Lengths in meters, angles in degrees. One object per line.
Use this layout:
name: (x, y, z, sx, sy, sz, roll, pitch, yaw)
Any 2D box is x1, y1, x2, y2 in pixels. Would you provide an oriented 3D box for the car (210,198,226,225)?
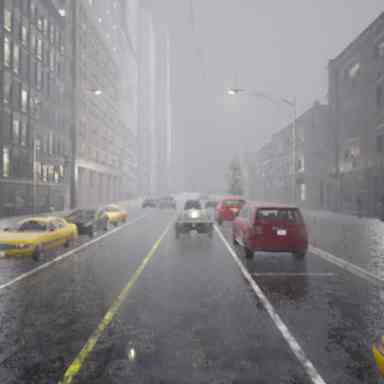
car: (2.696, 1.304, 23.508, 2.192, 1.841, 5.009, 1, 0, 0)

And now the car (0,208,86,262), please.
car: (-5.683, 1.521, 12.240, 1.752, 1.417, 4.829, 1, 0, 0)

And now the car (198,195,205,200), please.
car: (2.666, 1.450, 95.606, 1.947, 1.339, 4.313, 1, 0, 0)

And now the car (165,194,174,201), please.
car: (-5.708, 1.347, 84.507, 1.967, 1.590, 4.097, 1, 0, 0)

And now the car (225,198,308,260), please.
car: (2.700, 1.311, 12.415, 2.192, 1.841, 5.009, 1, 0, 0)

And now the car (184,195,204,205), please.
car: (0.083, 1.480, 39.248, 1.837, 1.490, 4.892, 0, 0, 0)

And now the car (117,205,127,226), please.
car: (-5.687, 1.514, 23.333, 1.752, 1.417, 4.829, 1, 0, 0)

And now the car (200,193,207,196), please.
car: (2.676, 1.232, 78.967, 2.192, 1.841, 5.009, 1, 0, 0)

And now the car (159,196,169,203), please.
car: (-5.704, 1.516, 67.869, 1.802, 1.307, 4.206, 1, 0, 0)

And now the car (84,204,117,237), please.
car: (-5.686, 1.558, 17.958, 1.947, 1.339, 4.313, 1, 0, 0)

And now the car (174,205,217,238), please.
car: (0.089, 1.593, 17.779, 1.895, 1.301, 4.718, 0, 0, 0)

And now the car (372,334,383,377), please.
car: (2.702, 1.525, 1.493, 1.752, 1.417, 4.829, 1, 0, 0)

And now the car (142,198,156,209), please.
car: (-5.696, 1.532, 45.686, 1.947, 1.339, 4.313, 1, 0, 0)

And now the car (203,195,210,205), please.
car: (2.685, 1.533, 45.691, 1.947, 1.339, 4.313, 1, 0, 0)

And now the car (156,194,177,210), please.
car: (-3.022, 1.320, 42.525, 2.097, 1.767, 4.553, 0, 0, 0)

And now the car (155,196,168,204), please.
car: (-5.702, 1.508, 62.323, 1.947, 1.339, 4.313, 1, 0, 0)
